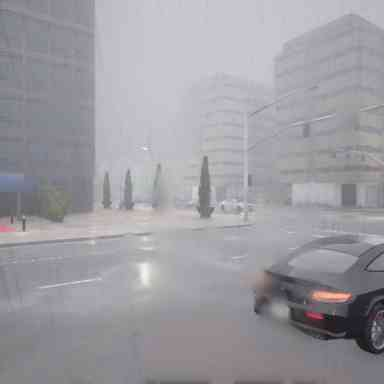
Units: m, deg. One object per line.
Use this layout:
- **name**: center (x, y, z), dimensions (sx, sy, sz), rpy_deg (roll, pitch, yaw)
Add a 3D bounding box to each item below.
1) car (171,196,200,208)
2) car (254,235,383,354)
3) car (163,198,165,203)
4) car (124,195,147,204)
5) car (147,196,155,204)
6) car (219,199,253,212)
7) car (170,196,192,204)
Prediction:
- **car**: center (-0.726, 1.601, 47.786), dimensions (1.895, 1.301, 4.718), rpy_deg (0, 0, -35)
- **car**: center (3.149, 1.526, 6.066), dimensions (4.674, 1.442, 1.812), rpy_deg (0, 0, -35)
- **car**: center (-7.344, 1.503, 69.697), dimensions (1.837, 1.490, 4.892), rpy_deg (0, 0, -35)
- **car**: center (-10.952, 1.351, 62.469), dimensions (2.097, 1.767, 4.553), rpy_deg (0, 0, -34)
- **car**: center (-8.788, 1.564, 65.722), dimensions (1.994, 1.385, 4.181), rpy_deg (0, 0, -35)
- **car**: center (5.132, 1.526, 39.432), dimensions (1.812, 1.442, 4.674), rpy_deg (0, 0, -35)
- **car**: center (-2.060, 1.526, 62.221), dimensions (1.812, 1.442, 4.674), rpy_deg (0, 0, -35)
